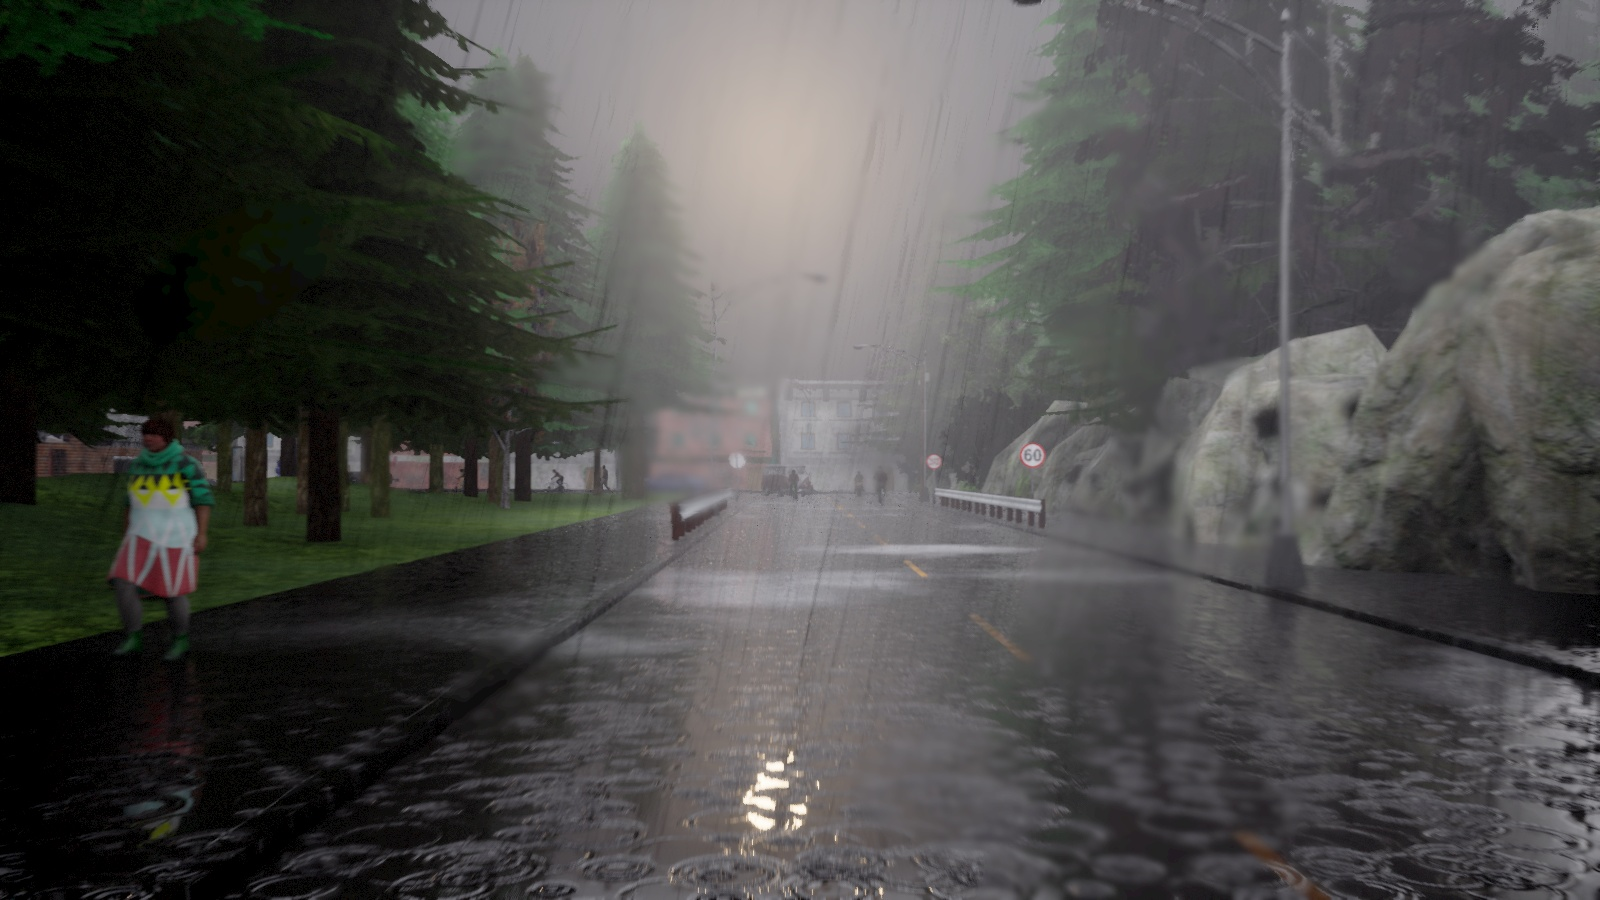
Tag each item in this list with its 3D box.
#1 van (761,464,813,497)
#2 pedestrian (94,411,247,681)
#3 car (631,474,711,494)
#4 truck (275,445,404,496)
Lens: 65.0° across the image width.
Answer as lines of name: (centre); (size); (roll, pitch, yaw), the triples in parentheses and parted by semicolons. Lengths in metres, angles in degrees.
van: (-0.850, 1.870, 77.739); (1.775, 1.987, 4.442); (0, -1, -21)
pedestrian: (-4.784, 0.704, 9.591); (0.659, 1.952, 0.873); (0, -1, 7)
car: (-9.020, 2.371, 88.164); (5.357, 1.411, 2.033); (0, -1, 3)
truck: (-32.241, 1.433, 88.122); (7.936, 3.462, 2.891); (0, -1, 0)
